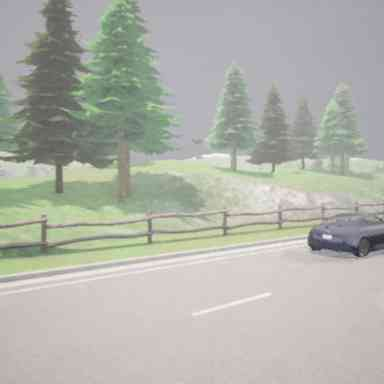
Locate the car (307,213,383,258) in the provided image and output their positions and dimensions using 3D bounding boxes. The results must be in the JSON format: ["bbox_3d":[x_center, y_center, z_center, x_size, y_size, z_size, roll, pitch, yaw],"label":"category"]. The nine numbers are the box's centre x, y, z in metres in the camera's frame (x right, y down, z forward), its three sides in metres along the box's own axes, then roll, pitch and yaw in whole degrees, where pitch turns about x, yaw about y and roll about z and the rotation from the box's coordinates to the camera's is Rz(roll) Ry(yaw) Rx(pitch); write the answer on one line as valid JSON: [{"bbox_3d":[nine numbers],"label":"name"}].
[{"bbox_3d":[6.246,1.487,12.507,4.181,1.385,1.994,0,0,-35],"label":"car"}]
